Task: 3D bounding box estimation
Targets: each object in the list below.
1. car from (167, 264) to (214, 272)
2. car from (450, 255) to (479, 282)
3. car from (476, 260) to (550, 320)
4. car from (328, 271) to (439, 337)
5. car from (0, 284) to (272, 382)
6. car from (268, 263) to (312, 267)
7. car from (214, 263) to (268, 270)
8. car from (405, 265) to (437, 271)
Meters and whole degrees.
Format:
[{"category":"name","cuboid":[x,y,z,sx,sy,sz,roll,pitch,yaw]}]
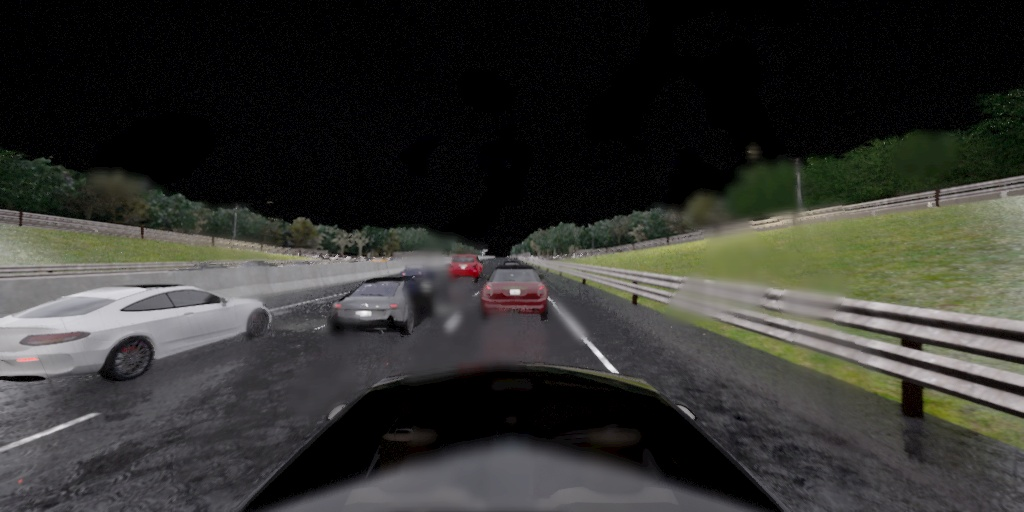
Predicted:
[{"category":"car","cuboid":[-24.725,1.300,28.695,1.895,1.301,4.718,0,0,-1]},{"category":"car","cuboid":[-3.527,0.928,28.317,2.150,2.045,5.566,0,0,-1]},{"category":"car","cuboid":[0.090,1.080,12.660,2.097,1.767,4.553,0,0,0]},{"category":"car","cuboid":[-3.410,1.296,10.280,1.994,1.385,4.181,0,0,0]},{"category":"car","cuboid":[-6.916,1.264,6.988,1.812,1.442,4.674,0,0,0]},{"category":"car","cuboid":[-17.748,1.263,29.884,1.994,1.385,4.181,0,0,-1]},{"category":"car","cuboid":[-21.243,1.246,29.643,2.033,1.411,5.357,0,0,-1]},{"category":"car","cuboid":[-7.014,1.308,27.480,1.895,1.301,4.718,0,0,-1]}]
